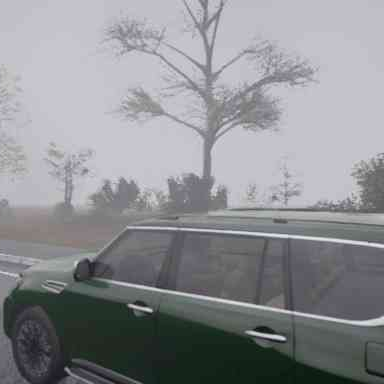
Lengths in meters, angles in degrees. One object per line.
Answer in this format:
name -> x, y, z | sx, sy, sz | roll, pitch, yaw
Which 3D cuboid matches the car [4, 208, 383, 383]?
car -> 0.224, 1.210, 3.680 | 5.566, 2.045, 2.150 | 0, 0, 34
